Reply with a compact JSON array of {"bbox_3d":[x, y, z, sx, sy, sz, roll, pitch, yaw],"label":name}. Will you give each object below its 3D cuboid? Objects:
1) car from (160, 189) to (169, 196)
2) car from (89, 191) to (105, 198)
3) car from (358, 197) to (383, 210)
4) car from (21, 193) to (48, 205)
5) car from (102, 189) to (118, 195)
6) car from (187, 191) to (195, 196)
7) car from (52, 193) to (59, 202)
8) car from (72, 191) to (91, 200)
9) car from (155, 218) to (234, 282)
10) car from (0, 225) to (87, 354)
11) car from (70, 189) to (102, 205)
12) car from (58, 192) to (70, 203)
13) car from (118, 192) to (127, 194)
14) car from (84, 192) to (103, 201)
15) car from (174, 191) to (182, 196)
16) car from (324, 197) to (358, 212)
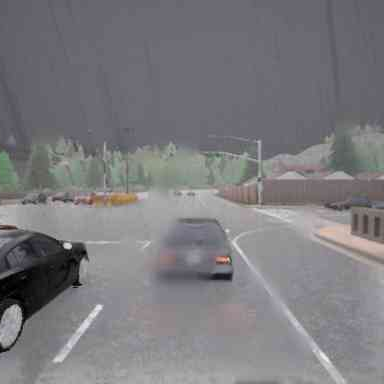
[{"bbox_3d":[-7.204,0.098,87.472,2.150,2.045,5.566,0,1,0],"label":"car"},{"bbox_3d":[-21.173,0.575,74.068,2.128,1.511,4.902,0,1,0],"label":"car"},{"bbox_3d":[17.806,1.199,28.766,5.357,1.411,2.033,0,1,2],"label":"car"},{"bbox_3d":[-21.201,0.941,44.970,1.837,1.490,4.892,0,1,0],"label":"car"},{"bbox_3d":[-14.212,0.530,54.475,2.150,2.045,5.566,0,1,0],"label":"car"},{"bbox_3d":[-0.204,0.424,87.558,1.994,1.385,4.181,0,1,0],"label":"car"},{"bbox_3d":[-21.208,0.788,54.464,1.882,1.535,5.008,0,1,0],"label":"car"},{"bbox_3d":[-21.171,0.677,63.877,2.128,1.511,4.902,0,1,0],"label":"car"},{"bbox_3d":[0.138,1.454,9.521,2.033,1.411,5.357,0,1,2],"label":"car"},{"bbox_3d":[-3.446,1.423,6.061,1.882,1.535,5.008,0,1,0],"label":"car"},{"bbox_3d":[-14.202,0.790,44.841,2.097,1.767,4.553,0,1,0],"label":"car"},{"bbox_3d":[-17.713,0.916,50.062,2.033,1.411,5.357,0,1,0],"label":"car"},{"bbox_3d":[-14.157,0.700,67.587,1.994,1.385,4.181,0,1,0],"label":"car"},{"bbox_3d":[-17.696,0.717,59.802,1.882,1.535,5.008,0,1,0],"label":"car"},{"bbox_3d":[-3.704,0.399,87.381,2.128,1.511,4.902,0,1,0],"label":"car"},{"bbox_3d":[15.826,1.152,32.335,5.357,1.411,2.033,0,1,2],"label":"car"}]
